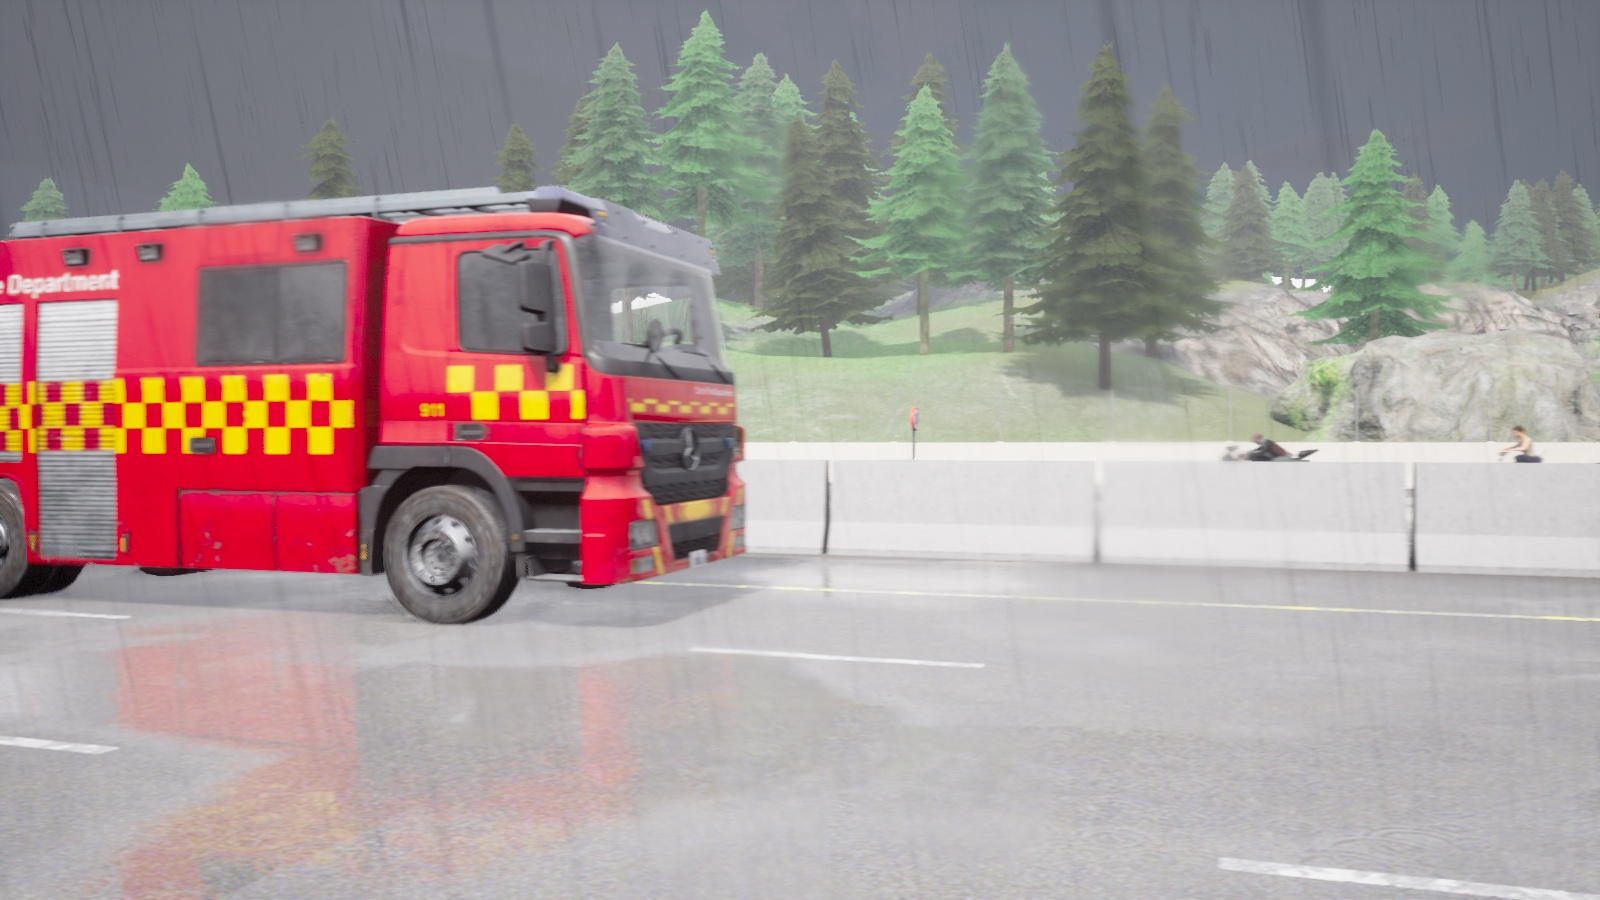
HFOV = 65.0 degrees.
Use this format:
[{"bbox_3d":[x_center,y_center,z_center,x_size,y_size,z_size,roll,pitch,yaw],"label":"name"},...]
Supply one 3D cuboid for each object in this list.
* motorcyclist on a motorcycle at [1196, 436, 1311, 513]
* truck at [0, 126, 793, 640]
[{"bbox_3d":[9.330,0.482,25.902,2.191,1.530,0.866,1,1,19],"label":"motorcyclist on a motorcycle"},{"bbox_3d":[-4.547,-0.549,12.091,8.468,3.827,2.891,1,1,19],"label":"truck"}]
